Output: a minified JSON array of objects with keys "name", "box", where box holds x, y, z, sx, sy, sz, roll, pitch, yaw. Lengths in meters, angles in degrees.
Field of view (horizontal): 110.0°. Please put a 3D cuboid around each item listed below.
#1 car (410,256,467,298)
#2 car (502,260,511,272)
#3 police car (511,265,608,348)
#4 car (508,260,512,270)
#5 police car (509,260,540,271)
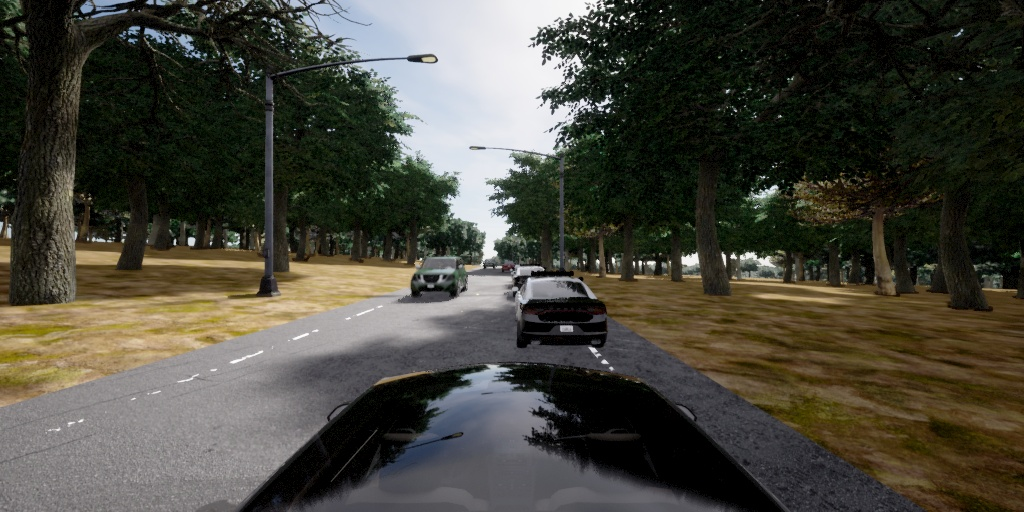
[{"name":"car","box":[-3.682,1.025,19.012,2.150,2.045,5.566,0,0,0]},{"name":"car","box":[-0.411,1.407,51.681,2.097,1.767,4.553,0,-1,-1]},{"name":"police car","box":[1.035,1.191,9.438,1.930,1.638,5.238,0,0,0]},{"name":"car","box":[0.910,1.298,25.353,1.882,1.535,5.008,-2,0,-1]},{"name":"police car","box":[0.969,1.221,19.451,1.930,1.638,5.238,-1,0,0]}]
